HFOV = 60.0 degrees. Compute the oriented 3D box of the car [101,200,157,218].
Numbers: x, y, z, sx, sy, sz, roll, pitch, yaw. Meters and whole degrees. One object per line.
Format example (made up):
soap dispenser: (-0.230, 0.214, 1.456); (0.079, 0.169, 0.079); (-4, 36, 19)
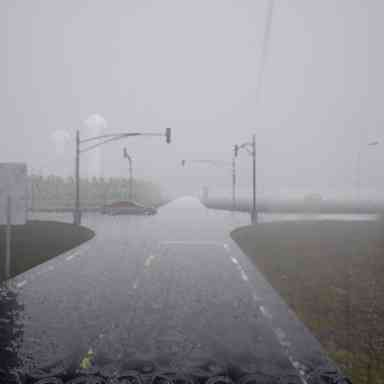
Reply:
car: (-5.344, 1.439, 28.427); (4.674, 1.442, 1.812); (0, 0, -3)
